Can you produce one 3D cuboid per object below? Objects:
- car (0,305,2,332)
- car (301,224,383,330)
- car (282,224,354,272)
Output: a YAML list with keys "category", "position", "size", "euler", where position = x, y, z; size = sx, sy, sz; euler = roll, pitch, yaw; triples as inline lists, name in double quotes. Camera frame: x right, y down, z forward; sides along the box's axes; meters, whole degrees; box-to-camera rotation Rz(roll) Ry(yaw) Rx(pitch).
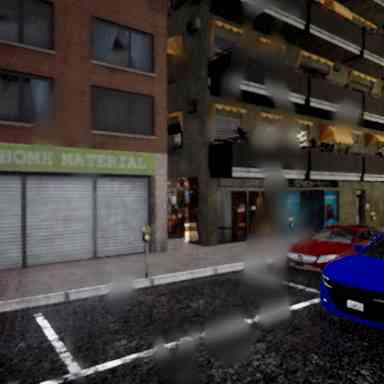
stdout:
- category: "car"
  position: [-4.519, 1.538, 3.346]
  size: [4.507, 1.381, 1.887]
  euler: [0, -1, -36]
- category: "car"
  position: [4.592, 1.506, 6.629]
  size: [5.008, 1.535, 1.882]
  euler: [0, 0, -35]
- category: "car"
  position: [4.473, 1.617, 9.762]
  size: [4.206, 1.307, 1.802]
  euler: [0, -1, -36]
